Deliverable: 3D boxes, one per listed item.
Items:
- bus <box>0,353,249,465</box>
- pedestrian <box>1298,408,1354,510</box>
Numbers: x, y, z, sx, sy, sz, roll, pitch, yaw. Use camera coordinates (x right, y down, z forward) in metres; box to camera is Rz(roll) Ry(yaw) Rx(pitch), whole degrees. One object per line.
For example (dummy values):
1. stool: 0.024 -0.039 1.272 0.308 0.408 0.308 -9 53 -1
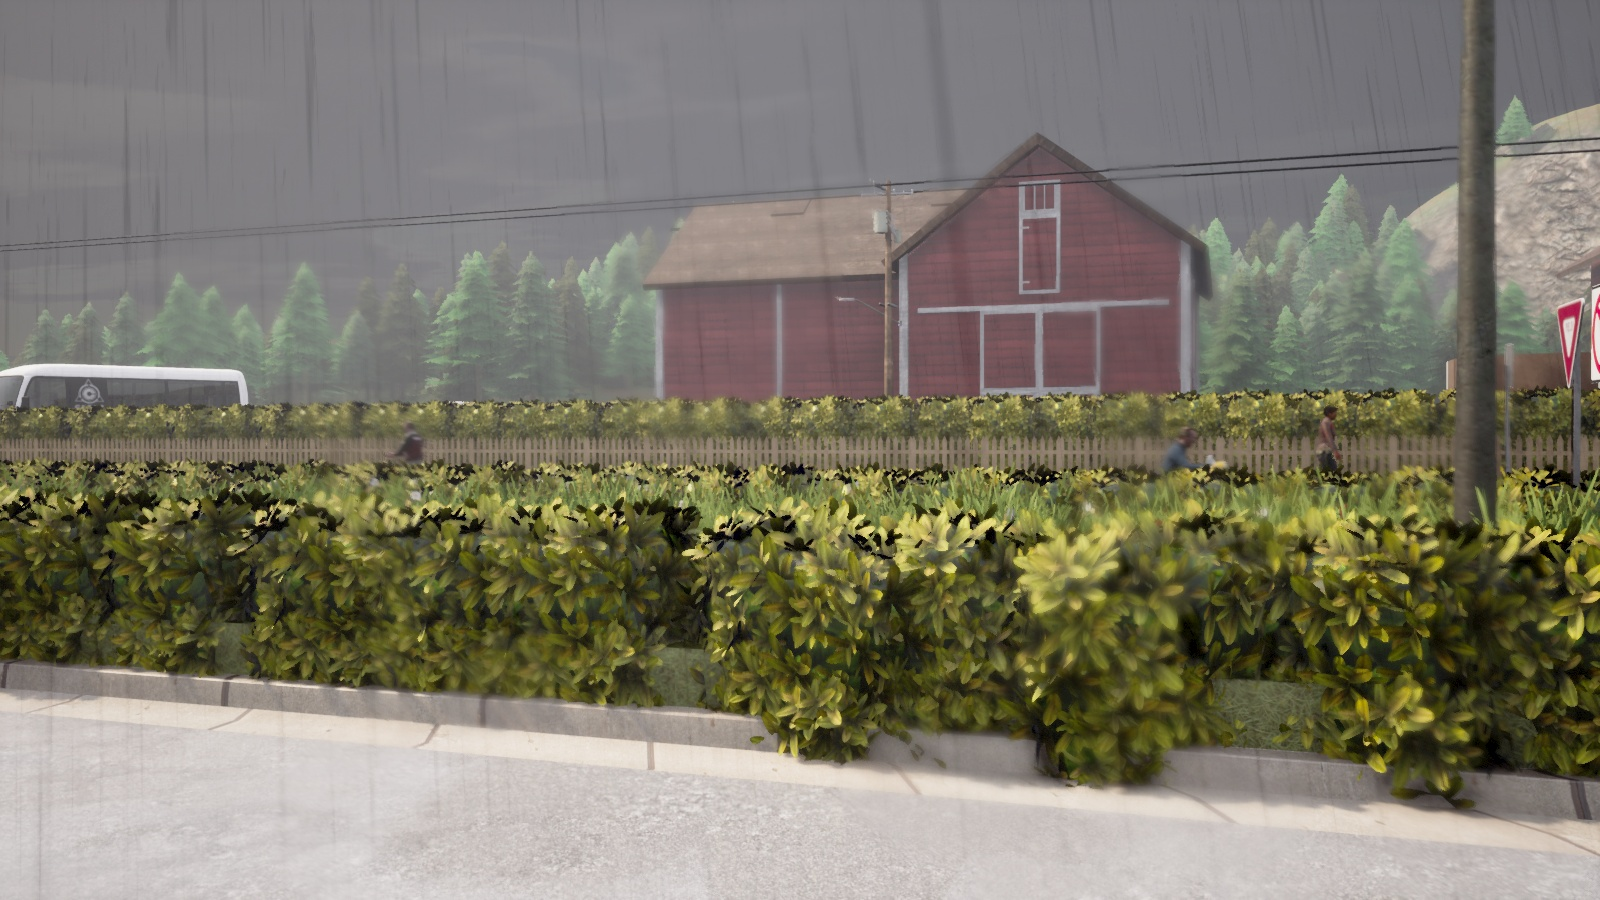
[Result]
1. bus: -29.281 -1.664 53.158 3.944 4.253 10.273 1 1 37
2. pedestrian: 9.390 0.158 22.433 0.869 1.805 0.328 1 1 19
